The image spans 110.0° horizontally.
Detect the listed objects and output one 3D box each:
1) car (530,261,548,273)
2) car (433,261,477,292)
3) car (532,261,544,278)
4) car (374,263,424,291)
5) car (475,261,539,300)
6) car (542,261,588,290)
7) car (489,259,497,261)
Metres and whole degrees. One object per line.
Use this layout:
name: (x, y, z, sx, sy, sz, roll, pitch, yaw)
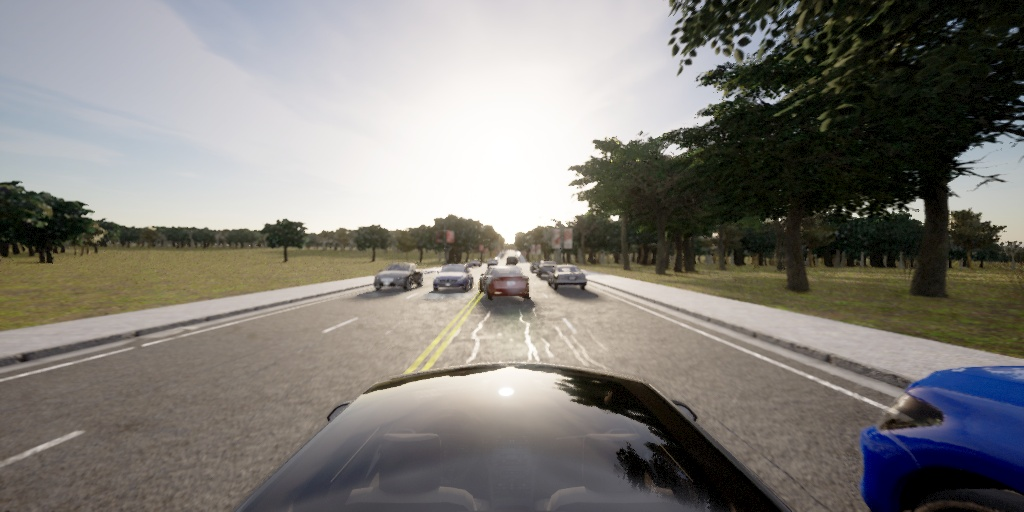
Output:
car: (3.244, 1.270, 43.826, 1.895, 1.301, 4.718, 0, 0, 0)
car: (-3.346, 1.207, 21.033, 1.812, 1.442, 4.674, 0, 0, 0)
car: (3.246, 1.154, 32.791, 2.128, 1.511, 4.902, 0, 0, 0)
car: (-6.595, 1.173, 21.331, 2.128, 1.511, 4.902, 0, 0, 0)
car: (-0.418, 1.196, 17.442, 2.163, 1.488, 4.792, 0, 0, -10)
car: (3.248, 1.227, 21.788, 2.033, 1.411, 5.357, 0, 0, 0)
car: (-3.286, 1.263, 62.008, 1.837, 1.490, 4.892, 0, 0, 1)
